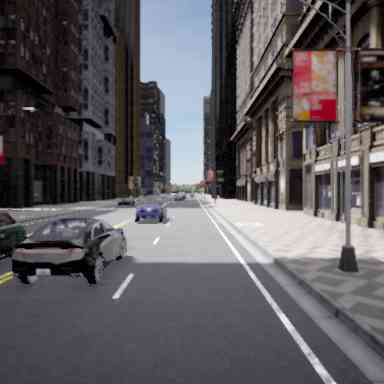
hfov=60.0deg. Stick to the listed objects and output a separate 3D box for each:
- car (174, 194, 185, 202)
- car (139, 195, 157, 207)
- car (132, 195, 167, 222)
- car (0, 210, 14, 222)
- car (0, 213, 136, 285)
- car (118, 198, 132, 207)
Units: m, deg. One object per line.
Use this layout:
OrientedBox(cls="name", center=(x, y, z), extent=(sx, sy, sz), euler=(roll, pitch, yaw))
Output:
OrientedBox(cls="car", center=(-3.268, 1.570, 78.581), extent=(1.895, 1.301, 4.718), euler=(0, 0, 0))
OrientedBox(cls="car", center=(-6.579, 1.320, 50.165), extent=(2.097, 1.767, 4.553), euler=(0, 0, 0))
OrientedBox(cls="car", center=(-3.156, 1.330, 26.445), extent=(2.097, 1.767, 4.553), euler=(0, 0, 0))
OrientedBox(cls="car", center=(-6.601, 1.343, 9.321), extent=(2.097, 1.767, 4.553), euler=(0, 0, 0))
OrientedBox(cls="car", center=(-3.152, 1.482, 9.476), extent=(2.128, 1.511, 4.902), euler=(0, 0, 0))
OrientedBox(cls="car", center=(-9.831, 1.567, 49.972), extent=(1.895, 1.301, 4.718), euler=(0, 0, 0))
